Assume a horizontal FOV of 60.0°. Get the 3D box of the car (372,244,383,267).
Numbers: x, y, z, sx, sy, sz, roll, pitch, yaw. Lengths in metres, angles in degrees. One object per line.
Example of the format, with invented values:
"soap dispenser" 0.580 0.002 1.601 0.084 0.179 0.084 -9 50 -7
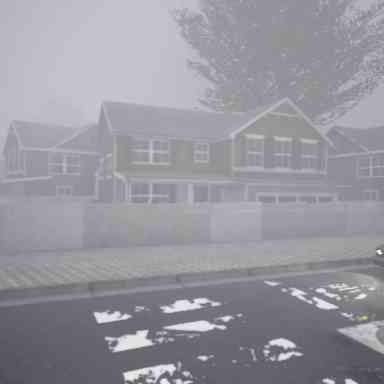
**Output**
"car" 7.725 1.587 9.436 5.357 1.411 2.033 1 1 -23
